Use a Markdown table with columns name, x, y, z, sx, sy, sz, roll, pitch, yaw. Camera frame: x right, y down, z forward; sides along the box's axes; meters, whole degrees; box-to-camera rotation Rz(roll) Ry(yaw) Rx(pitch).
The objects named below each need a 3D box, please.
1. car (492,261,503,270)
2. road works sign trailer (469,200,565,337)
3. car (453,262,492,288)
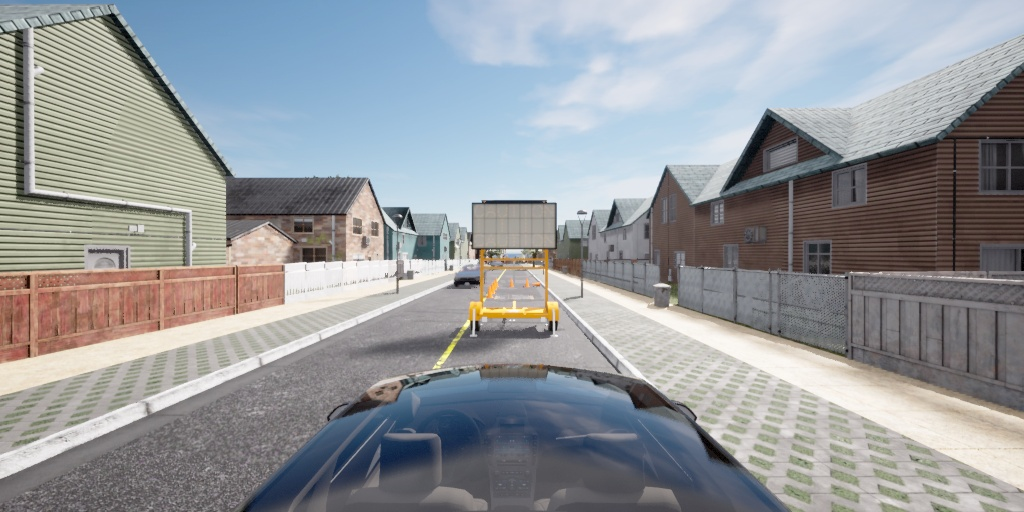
| name | x | y | z | sx | sy | sz | roll | pitch | yaw |
| --- | --- | --- | --- | --- | --- | --- | --- | --- | --- |
| car | -2.409 | 1.401 | 55.511 | 2.128 | 1.511 | 4.902 | 0 | 0 | 0 |
| road works sign trailer | 0.063 | 0.215 | 10.276 | 2.380 | 3.560 | 2.880 | 0 | 0 | 1 |
| car | -2.704 | 1.317 | 24.421 | 2.033 | 1.411 | 5.357 | 0 | 0 | 0 |
